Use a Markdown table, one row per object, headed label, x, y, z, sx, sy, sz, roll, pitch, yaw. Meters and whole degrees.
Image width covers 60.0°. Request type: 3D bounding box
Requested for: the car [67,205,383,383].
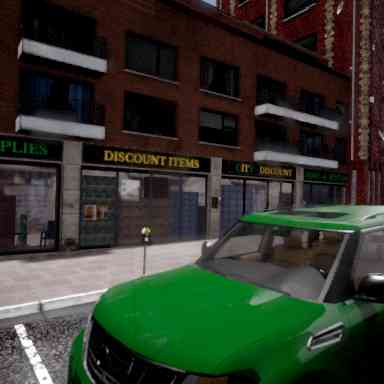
| label | x | y | z | sx | sy | sz | roll | pitch | yaw |
| --- | --- | --- | --- | --- | --- | --- | --- | --- | --- |
| car | 1.500 | 1.224 | 4.020 | 5.566 | 2.045 | 2.150 | 0 | 0 | -36 |
